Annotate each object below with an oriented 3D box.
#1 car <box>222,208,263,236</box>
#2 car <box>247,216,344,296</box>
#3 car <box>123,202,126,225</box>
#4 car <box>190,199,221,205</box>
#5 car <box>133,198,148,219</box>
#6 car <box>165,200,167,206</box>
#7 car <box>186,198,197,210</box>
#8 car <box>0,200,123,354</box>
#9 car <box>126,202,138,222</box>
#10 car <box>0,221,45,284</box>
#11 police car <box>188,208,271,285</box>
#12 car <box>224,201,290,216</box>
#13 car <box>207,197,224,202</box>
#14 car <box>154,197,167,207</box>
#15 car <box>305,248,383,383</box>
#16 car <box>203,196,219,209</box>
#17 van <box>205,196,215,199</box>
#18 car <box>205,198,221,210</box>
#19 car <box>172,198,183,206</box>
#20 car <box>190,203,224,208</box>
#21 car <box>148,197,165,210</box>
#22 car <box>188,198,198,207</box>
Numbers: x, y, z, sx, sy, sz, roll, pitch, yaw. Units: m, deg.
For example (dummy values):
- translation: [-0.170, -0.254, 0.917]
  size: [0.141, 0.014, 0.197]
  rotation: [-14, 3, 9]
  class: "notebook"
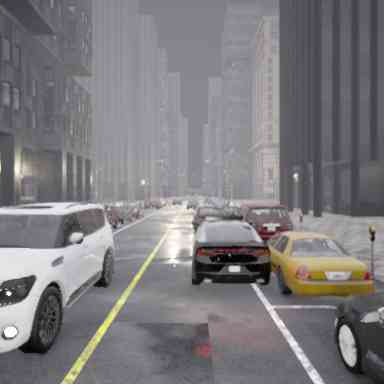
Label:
- translation: [2.834, 1.691, 19.688]
  size: [1.802, 1.307, 4.206]
  rotation: [0, 0, 0]
  class: "car"
- translation: [2.792, 1.574, 8.655]
  size: [1.752, 1.417, 4.829]
  rotation: [0, 0, 0]
  class: "car"
- translation: [-5.693, 1.424, 19.719]
  size: [2.192, 1.841, 5.009]
  rotation: [0, 0, 0]
  class: "car"
- translation: [0.978, 1.600, 25.880]
  size: [1.801, 1.575, 5.366]
  rotation: [0, 0, 0]
  class: "car"
- translation: [-5.650, 1.612, 30.921]
  size: [1.967, 1.590, 4.097]
  rotation: [0, 0, 0]
  class: "car"
- translation: [-5.565, 1.822, 53.159]
  size: [1.752, 1.417, 4.829]
  rotation: [0, 0, 0]
  class: "car"
- translation: [0.207, 1.863, 46.948]
  size: [1.895, 1.301, 4.718]
  rotation: [0, 0, 1]
  class: "car"
- translation: [-3.077, 1.258, 6.526]
  size: [2.150, 2.045, 5.566]
  rotation: [0, 0, 0]
  class: "car"
- translation: [-5.670, 1.706, 25.319]
  size: [1.947, 1.339, 4.313]
  rotation: [0, 0, 0]
  class: "car"
- translation: [-5.734, 1.598, 8.513]
  size: [2.008, 1.369, 4.403]
  rotation: [0, 0, 0]
  class: "car"
- translation: [0.936, 1.480, 9.800]
  size: [1.930, 1.638, 5.238]
  rotation: [0, 0, 0]
  class: "police car"
- translation: [2.811, 1.393, 14.088]
  size: [2.192, 1.841, 5.009]
  rotation: [0, 0, 0]
  class: "car"
- translation: [2.897, 1.643, 36.494]
  size: [1.967, 1.590, 4.097]
  rotation: [0, 0, 0]
  class: "car"
- translation: [-5.543, 1.769, 58.932]
  size: [1.967, 1.590, 4.097]
  rotation: [0, 0, 0]
  class: "car"
- translation: [2.770, 1.567, 2.883]
  size: [2.008, 1.369, 4.403]
  rotation: [0, 0, 0]
  class: "car"
- translation: [2.960, 1.613, 53.300]
  size: [2.192, 1.841, 5.009]
  rotation: [0, 0, 0]
  class: "car"
- translation: [2.918, 1.576, 42.096]
  size: [1.690, 1.788, 3.998]
  rotation: [0, 0, 0]
  class: "van"
- translation: [2.939, 1.706, 47.696]
  size: [1.967, 1.590, 4.097]
  rotation: [0, 0, 0]
  class: "car"
- translation: [-2.759, 1.906, 63.699]
  size: [2.033, 1.411, 5.357]
  rotation: [0, 0, 0]
  class: "car"
- translation: [0.974, 1.615, 19.689]
  size: [1.837, 1.490, 4.892]
  rotation: [0, 0, 0]
  class: "car"
- translation: [-5.586, 1.581, 47.729]
  size: [2.192, 1.841, 5.009]
  rotation: [0, 0, 0]
  class: "car"
- translation: [0.231, 1.845, 60.850]
  size: [1.837, 1.490, 4.892]
  rotation: [0, 0, 0]
  class: "car"
